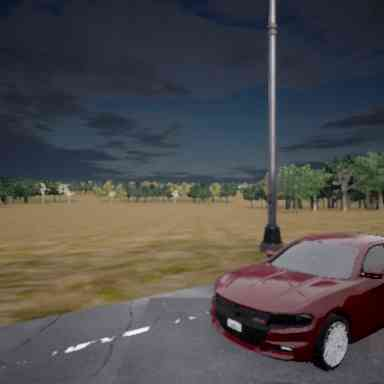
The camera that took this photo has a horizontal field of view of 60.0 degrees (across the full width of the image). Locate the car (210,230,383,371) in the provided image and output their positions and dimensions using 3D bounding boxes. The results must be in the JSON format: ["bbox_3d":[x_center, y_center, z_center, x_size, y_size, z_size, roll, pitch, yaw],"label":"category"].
[{"bbox_3d":[2.577,1.503,5.906,5.008,1.535,1.882,0,0,-36],"label":"car"}]
